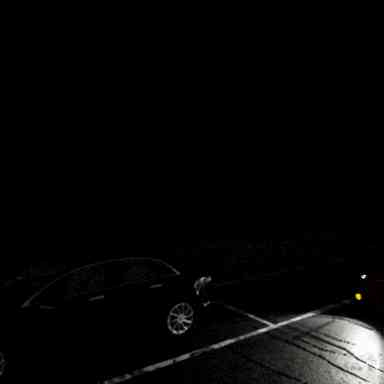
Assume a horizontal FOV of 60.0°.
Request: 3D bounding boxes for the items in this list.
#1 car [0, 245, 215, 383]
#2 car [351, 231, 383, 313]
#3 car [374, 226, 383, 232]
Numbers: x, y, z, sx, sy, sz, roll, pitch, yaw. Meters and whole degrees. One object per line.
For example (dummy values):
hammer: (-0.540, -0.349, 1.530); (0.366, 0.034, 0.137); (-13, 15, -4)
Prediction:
car: (-1.658, 1.559, 5.004); (4.403, 1.369, 2.008); (0, 0, -35)
car: (5.075, 1.608, 6.654); (4.181, 1.385, 1.994); (0, 0, -35)
car: (7.356, 1.651, 11.375); (4.206, 1.307, 1.802); (0, 0, -35)
